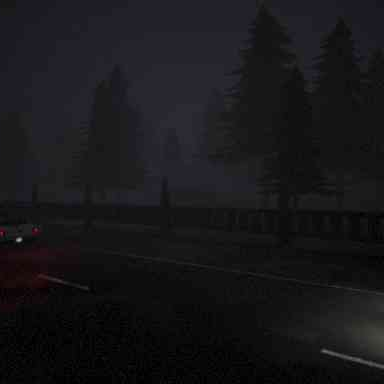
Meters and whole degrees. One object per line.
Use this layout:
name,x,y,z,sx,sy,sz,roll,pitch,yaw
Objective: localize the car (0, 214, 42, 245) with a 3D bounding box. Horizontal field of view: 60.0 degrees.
car,-8.659,1.608,14.469,4.718,1.301,1.895,0,0,36
